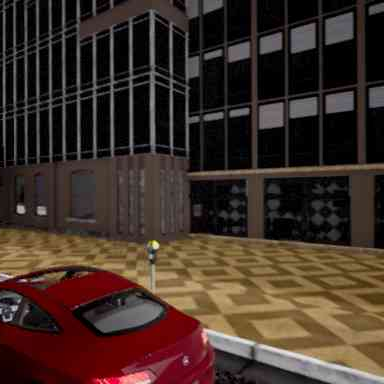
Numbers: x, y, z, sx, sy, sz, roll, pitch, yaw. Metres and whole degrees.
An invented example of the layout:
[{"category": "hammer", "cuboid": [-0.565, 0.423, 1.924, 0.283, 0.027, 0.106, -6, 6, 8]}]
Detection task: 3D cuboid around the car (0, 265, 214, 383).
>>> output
[{"category": "car", "cuboid": [-1.726, 1.590, 4.062, 4.206, 1.307, 1.802, 0, 0, 35]}]
